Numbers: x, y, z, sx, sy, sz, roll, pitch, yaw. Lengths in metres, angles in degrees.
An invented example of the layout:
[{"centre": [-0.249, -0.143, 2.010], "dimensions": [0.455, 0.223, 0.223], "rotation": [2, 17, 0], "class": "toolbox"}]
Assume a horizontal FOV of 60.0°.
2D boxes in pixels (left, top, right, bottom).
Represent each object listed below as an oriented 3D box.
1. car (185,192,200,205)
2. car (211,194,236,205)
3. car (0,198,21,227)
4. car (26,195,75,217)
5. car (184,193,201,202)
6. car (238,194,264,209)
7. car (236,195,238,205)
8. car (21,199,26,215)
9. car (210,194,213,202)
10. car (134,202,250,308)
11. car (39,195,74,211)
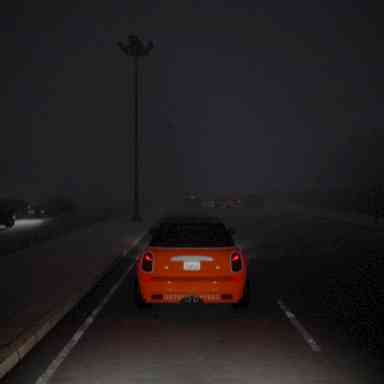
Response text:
[{"centre": [0.146, 0.911, 49.204], "dimensions": [2.097, 1.767, 4.553], "rotation": [0, 1, 0], "class": "car"}, {"centre": [3.579, 1.252, 38.911], "dimensions": [1.895, 1.301, 4.718], "rotation": [0, 1, 0], "class": "car"}, {"centre": [-11.584, 1.191, 17.894], "dimensions": [2.097, 1.767, 4.553], "rotation": [0, 1, 0], "class": "car"}, {"centre": [-11.567, 1.238, 28.219], "dimensions": [2.128, 1.511, 4.902], "rotation": [0, 1, 1], "class": "car"}, {"centre": [0.078, 1.143, 38.820], "dimensions": [2.128, 1.511, 4.902], "rotation": [0, 1, 0], "class": "car"}, {"centre": [7.081, 1.000, 39.243], "dimensions": [2.097, 1.767, 4.553], "rotation": [0, 1, 0], "class": "car"}, {"centre": [7.146, 1.106, 49.195], "dimensions": [2.033, 1.411, 5.357], "rotation": [0, 1, 0], "class": "car"}, {"centre": [-15.068, 1.249, 27.008], "dimensions": [2.128, 1.511, 4.902], "rotation": [0, 1, 0], "class": "car"}, {"centre": [3.646, 1.050, 49.215], "dimensions": [2.128, 1.511, 4.902], "rotation": [0, 1, 0], "class": "car"}, {"centre": [-0.001, 1.280, 7.914], "dimensions": [2.097, 1.767, 4.553], "rotation": [0, 1, 0], "class": "car"}, {"centre": [-14.988, 1.171, 37.014], "dimensions": [1.837, 1.490, 4.892], "rotation": [0, 1, 1], "class": "car"}]
